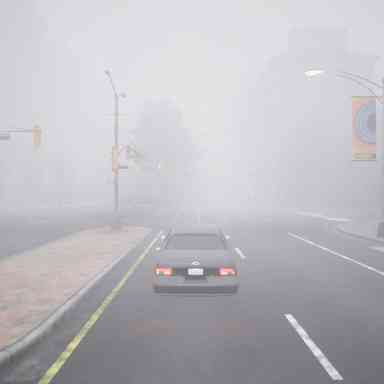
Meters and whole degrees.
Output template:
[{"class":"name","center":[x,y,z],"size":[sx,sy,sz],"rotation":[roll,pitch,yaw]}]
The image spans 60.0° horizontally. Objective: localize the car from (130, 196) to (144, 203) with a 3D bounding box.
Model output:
[{"class":"car","center":[-11.407,1.525,69.537],"size":[2.128,1.511,4.902],"rotation":[0,0,0]}]

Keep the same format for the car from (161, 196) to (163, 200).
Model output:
[{"class":"car","center":[-7.896,1.500,77.779],"size":[1.837,1.490,4.892],"rotation":[0,0,0]}]

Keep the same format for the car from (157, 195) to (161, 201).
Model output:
[{"class":"car","center":[-7.928,1.526,67.449],"size":[1.812,1.442,4.674],"rotation":[0,0,1]}]

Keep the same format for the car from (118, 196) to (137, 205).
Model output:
[{"class":"car","center":[-11.489,1.491,59.616],"size":[2.128,1.511,4.902],"rotation":[0,0,0]}]

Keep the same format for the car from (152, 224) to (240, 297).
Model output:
[{"class":"car","center":[0.086,1.547,8.771],"size":[2.033,1.411,5.357],"rotation":[0,0,0]}]

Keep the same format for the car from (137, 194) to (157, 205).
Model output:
[{"class":"car","center":[-7.994,1.564,58.932],"size":[1.994,1.385,4.181],"rotation":[0,0,1]}]

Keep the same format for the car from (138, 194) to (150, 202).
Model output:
[{"class":"car","center":[-11.394,1.355,79.549],"size":[2.097,1.767,4.553],"rotation":[0,0,0]}]

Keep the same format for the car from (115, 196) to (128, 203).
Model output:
[{"class":"car","center":[-14.657,1.595,69.419],"size":[1.895,1.301,4.718],"rotation":[0,0,0]}]
